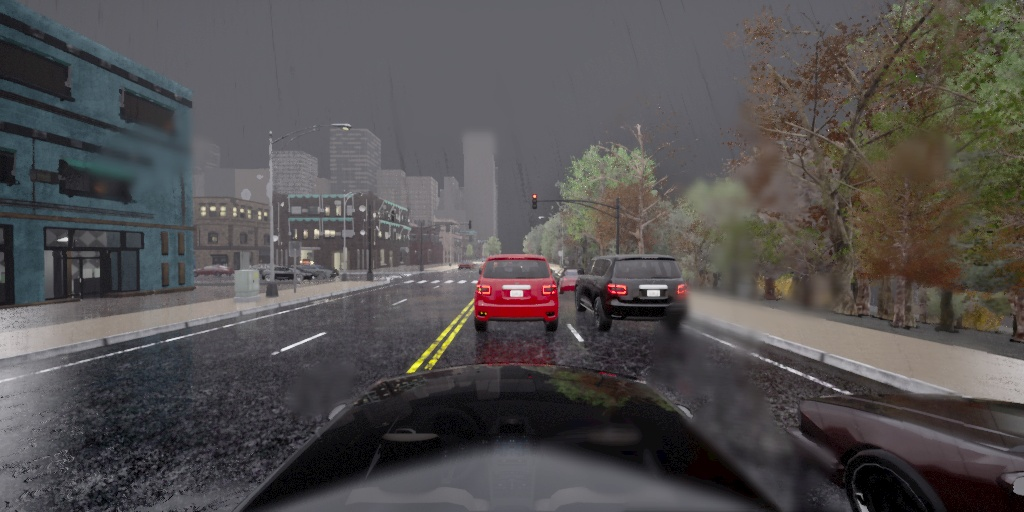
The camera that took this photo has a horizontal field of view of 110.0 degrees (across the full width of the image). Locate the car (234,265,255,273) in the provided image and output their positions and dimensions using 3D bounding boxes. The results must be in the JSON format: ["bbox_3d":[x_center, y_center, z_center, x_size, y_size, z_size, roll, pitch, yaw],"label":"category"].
[{"bbox_3d":[-28.208,1.555,40.513,4.403,1.370,2.007,0,0,0],"label":"car"}]

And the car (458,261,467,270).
[{"bbox_3d":[-6.514,1.336,51.279,1.895,1.301,4.718,0,0,1],"label":"car"}]

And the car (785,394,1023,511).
[{"bbox_3d":[3.346,1.298,0.685,2.033,1.411,5.357,0,0,0],"label":"car"}]

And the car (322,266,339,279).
[{"bbox_3d":[-19.108,1.521,34.688,4.181,1.385,1.994,0,1,0],"label":"car"}]

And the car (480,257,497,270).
[{"bbox_3d":[-3.251,1.089,51.296,2.097,1.767,4.553,0,0,0],"label":"car"}]

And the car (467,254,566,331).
[{"bbox_3d":[0.118,0.969,11.052,2.150,2.045,5.566,0,0,0],"label":"car"}]

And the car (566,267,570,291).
[{"bbox_3d":[3.386,1.310,20.113,1.994,1.385,4.181,0,0,0],"label":"car"}]

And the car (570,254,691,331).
[{"bbox_3d":[3.370,0.969,11.109,2.150,2.045,5.566,0,0,1],"label":"car"}]

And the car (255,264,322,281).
[{"bbox_3d":[-19.891,1.560,31.984,4.313,1.339,1.948,0,0,0],"label":"car"}]

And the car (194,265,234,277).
[{"bbox_3d":[-33.743,1.650,40.530,4.207,1.307,1.802,0,0,0],"label":"car"}]
